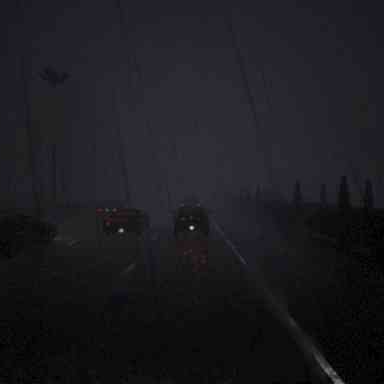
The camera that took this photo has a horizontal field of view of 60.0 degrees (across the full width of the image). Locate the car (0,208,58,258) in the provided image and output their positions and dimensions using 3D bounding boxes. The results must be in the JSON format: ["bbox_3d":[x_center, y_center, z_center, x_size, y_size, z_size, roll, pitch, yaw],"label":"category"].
[{"bbox_3d":[-6.987,1.553,12.716,2.033,1.411,5.357,0,0,0],"label":"car"}]

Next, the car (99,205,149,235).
[{"bbox_3d":[-3.531,1.606,18.724,1.895,1.301,4.718,0,0,0],"label":"car"}]

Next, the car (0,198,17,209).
[{"bbox_3d":[-21.372,1.509,38.761,2.128,1.511,4.902,0,0,0],"label":"car"}]

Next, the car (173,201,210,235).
[{"bbox_3d":[-0.033,1.509,18.897,1.837,1.490,4.892,0,0,0],"label":"car"}]

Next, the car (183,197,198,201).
[{"bbox_3d":[-0.157,1.359,35.433,2.097,1.767,4.553,0,0,0],"label":"car"}]

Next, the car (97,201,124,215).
[{"bbox_3d":[-7.119,1.557,30.317,2.033,1.411,5.357,0,0,0],"label":"car"}]

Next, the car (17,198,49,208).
[{"bbox_3d":[-17.873,1.493,38.666,1.882,1.535,5.008,0,0,0],"label":"car"}]

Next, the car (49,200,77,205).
[{"bbox_3d":[-14.372,1.578,38.425,1.994,1.385,4.181,0,0,0],"label":"car"}]
